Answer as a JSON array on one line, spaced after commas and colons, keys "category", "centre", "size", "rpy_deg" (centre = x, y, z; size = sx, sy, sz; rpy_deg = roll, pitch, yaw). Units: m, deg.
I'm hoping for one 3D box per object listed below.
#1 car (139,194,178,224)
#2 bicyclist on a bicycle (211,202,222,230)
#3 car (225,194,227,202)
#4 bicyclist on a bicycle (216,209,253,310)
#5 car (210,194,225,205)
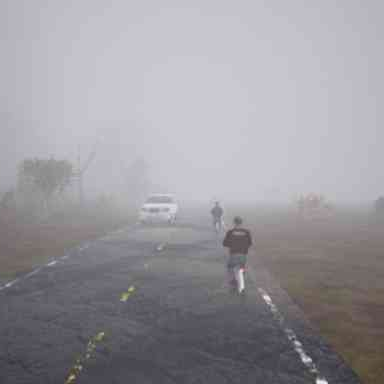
[{"category": "car", "centre": [-2.301, 1.176, 24.426], "size": [2.150, 2.045, 5.566], "rpy_deg": [0, 0, 4]}, {"category": "bicyclist on a bicycle", "centre": [1.216, 1.341, 16.105], "size": [0.659, 1.776, 1.843], "rpy_deg": [0, 0, 2]}, {"category": "car", "centre": [6.603, 1.438, 73.455], "size": [1.994, 1.385, 4.181], "rpy_deg": [0, 0, 10]}, {"category": "bicyclist on a bicycle", "centre": [0.934, 1.357, 6.900], "size": [0.659, 1.776, 1.843], "rpy_deg": [0, 0, 1]}, {"category": "car", "centre": [4.152, 1.470, 57.000], "size": [1.994, 1.385, 4.181], "rpy_deg": [0, 0, 8]}]
